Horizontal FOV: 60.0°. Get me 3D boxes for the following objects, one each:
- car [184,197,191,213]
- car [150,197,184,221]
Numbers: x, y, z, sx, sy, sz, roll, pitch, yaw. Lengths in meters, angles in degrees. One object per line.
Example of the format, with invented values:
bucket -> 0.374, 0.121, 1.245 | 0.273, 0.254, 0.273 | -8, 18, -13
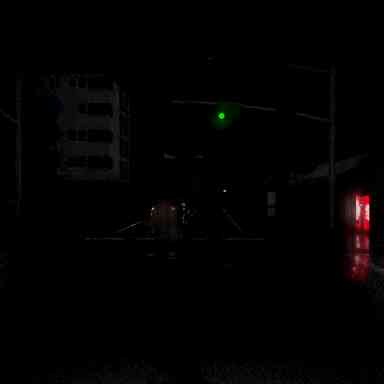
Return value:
car -> -1.568, 1.352, 37.319 | 2.097, 1.767, 4.553 | 0, 0, 3
car -> -2.086, 1.352, 27.380 | 2.097, 1.767, 4.553 | 0, 0, 3
